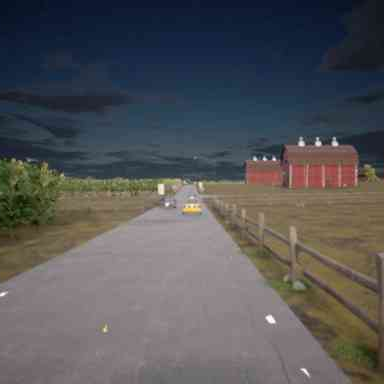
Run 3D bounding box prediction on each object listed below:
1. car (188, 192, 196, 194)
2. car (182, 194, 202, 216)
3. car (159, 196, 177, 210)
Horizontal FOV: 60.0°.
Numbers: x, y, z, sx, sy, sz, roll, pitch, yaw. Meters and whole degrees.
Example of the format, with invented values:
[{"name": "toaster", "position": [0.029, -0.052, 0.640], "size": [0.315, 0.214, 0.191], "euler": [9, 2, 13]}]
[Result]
[{"name": "car", "position": [0.000, 0.708, 62.552], "size": [2.033, 1.411, 5.357], "euler": [0, 2, 0]}, {"name": "car", "position": [0.000, 1.245, 31.225], "size": [1.801, 1.575, 5.366], "euler": [0, 0, 0]}, {"name": "car", "position": [-2.750, 1.192, 39.435], "size": [2.128, 1.511, 4.902], "euler": [0, 1, 0]}]
